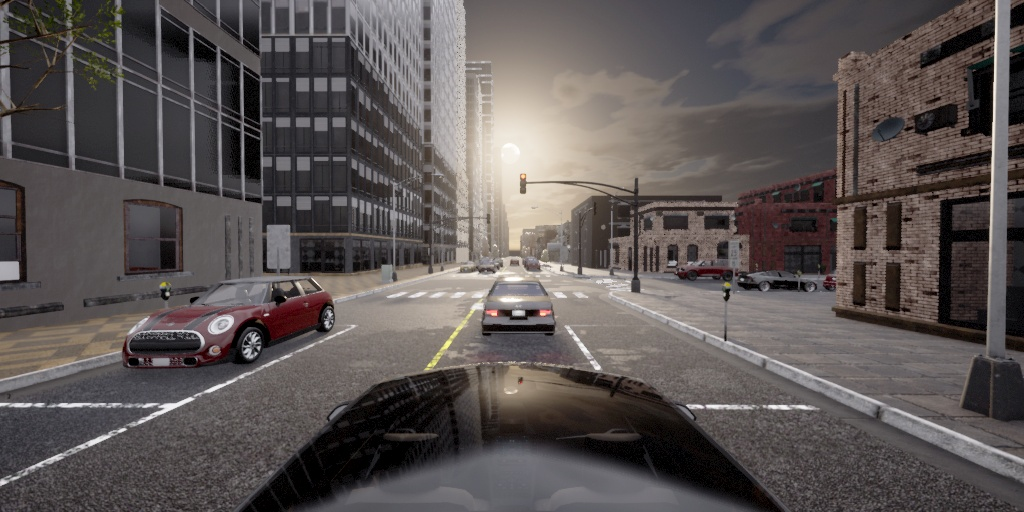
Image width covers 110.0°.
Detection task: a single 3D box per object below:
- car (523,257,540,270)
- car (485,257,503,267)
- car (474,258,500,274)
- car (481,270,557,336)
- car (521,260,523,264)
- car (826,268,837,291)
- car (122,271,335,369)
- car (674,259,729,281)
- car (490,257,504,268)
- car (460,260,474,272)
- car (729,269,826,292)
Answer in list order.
[{"bbox_3d":[3.023,1.174,51.265,1.967,1.591,4.097,0,0,0],"label":"car"},{"bbox_3d":[-2.754,1.281,52.788,2.033,1.411,5.357,0,0,0],"label":"car"},{"bbox_3d":[-2.831,1.284,41.530,2.033,1.411,5.357,0,0,0],"label":"car"},{"bbox_3d":[0.157,1.294,10.350,2.033,1.411,5.357,0,0,0],"label":"car"},{"bbox_3d":[3.099,1.046,62.553,2.192,1.841,5.009,0,0,0],"label":"car"},{"bbox_3d":[22.097,1.471,22.403,4.097,1.591,1.967,0,0,1],"label":"car"},{"bbox_3d":[-5.654,1.188,7.786,1.967,1.591,4.097,0,0,0],"label":"car"},{"bbox_3d":[16.713,1.161,30.889,5.009,1.841,2.192,0,0,1],"label":"car"},{"bbox_3d":[-2.640,1.083,63.586,2.097,1.767,4.553,0,0,1],"label":"car"},{"bbox_3d":[-5.534,1.261,45.564,1.751,1.417,4.829,0,0,0],"label":"car"},{"bbox_3d":[16.550,1.544,22.512,4.313,1.339,1.948,0,0,1],"label":"car"}]
